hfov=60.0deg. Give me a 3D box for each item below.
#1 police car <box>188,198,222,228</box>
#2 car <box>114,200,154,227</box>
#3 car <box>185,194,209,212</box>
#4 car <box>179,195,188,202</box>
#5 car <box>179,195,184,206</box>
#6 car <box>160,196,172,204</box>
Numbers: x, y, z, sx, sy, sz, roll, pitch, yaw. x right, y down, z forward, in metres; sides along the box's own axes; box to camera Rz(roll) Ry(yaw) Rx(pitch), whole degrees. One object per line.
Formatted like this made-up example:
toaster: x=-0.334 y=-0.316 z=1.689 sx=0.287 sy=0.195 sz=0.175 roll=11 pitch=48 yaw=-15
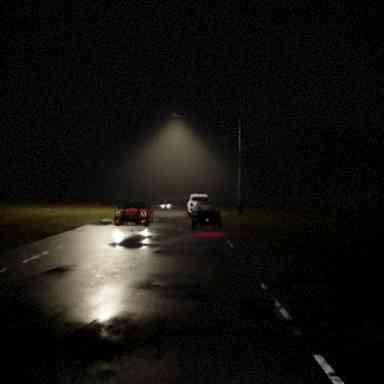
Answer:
police car: x=0.873 y=1.448 z=22.374 sx=1.930 sy=1.638 sz=5.238 roll=0 pitch=0 yaw=-1
car: x=-3.779 y=1.329 z=22.285 sx=2.097 sy=1.767 sz=4.553 roll=1 pitch=0 yaw=-1
car: x=0.684 y=1.260 z=32.318 sx=2.150 sy=2.045 sz=5.566 roll=1 pitch=0 yaw=-1
car: x=-1.881 y=1.472 z=73.528 sx=1.837 sy=1.490 sz=4.892 roll=1 pitch=0 yaw=-3
car: x=-1.144 y=1.624 z=57.046 sx=1.994 sy=1.385 sz=4.181 roll=0 pitch=0 yaw=-2
car: x=-4.970 y=1.541 z=63.844 sx=2.128 sy=1.511 sz=4.902 roll=1 pitch=0 yaw=-2
